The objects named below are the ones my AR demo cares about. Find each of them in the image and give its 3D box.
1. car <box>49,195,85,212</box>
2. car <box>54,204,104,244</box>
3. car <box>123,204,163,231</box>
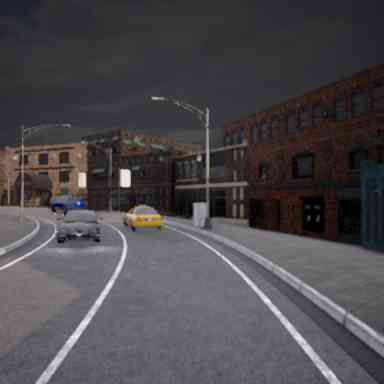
[{"bbox_3d":[-14.434,1.395,38.500,5.566,2.045,2.150,0,-1,44],"label":"car"},{"bbox_3d":[-5.474,1.587,16.510,1.837,1.490,4.892,1,0,-16],"label":"car"},{"bbox_3d":[-3.300,1.582,21.717,1.801,1.575,5.366,0,0,-20],"label":"car"}]
